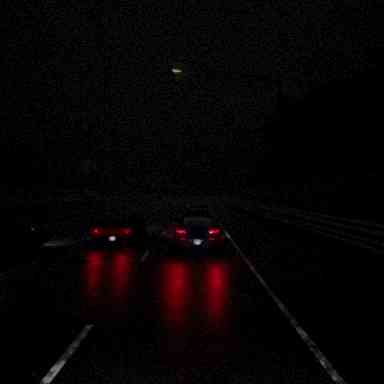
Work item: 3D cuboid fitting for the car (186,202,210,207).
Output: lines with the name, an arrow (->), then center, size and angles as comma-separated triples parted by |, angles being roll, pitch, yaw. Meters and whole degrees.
car -> 0.535, 1.606, 29.735 | 2.128, 1.511, 4.902 | 0, 0, 1

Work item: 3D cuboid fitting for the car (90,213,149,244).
car -> -3.261, 1.651, 15.982 | 1.895, 1.301, 4.718 | 0, 0, 1

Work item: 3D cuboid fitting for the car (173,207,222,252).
car -> 0.215, 1.571, 13.933 | 1.812, 1.442, 4.674 | 0, 0, 1

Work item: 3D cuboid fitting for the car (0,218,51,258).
car -> -6.837, 1.581, 11.286 | 2.033, 1.411, 5.357 | 0, 0, 2
